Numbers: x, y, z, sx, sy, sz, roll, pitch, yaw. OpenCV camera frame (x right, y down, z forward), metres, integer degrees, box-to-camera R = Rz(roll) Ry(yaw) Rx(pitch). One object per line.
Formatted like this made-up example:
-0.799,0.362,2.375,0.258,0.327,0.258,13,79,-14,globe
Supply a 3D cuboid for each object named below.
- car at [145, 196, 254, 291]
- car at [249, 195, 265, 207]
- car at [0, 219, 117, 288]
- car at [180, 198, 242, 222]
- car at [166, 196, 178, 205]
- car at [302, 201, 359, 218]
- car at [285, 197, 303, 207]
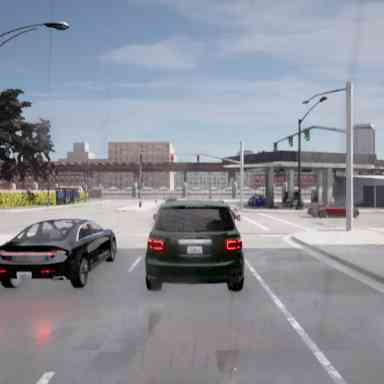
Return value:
0.073,1.220,9.153,2.150,2.045,5.566,0,0,0,car
9.649,1.288,49.338,2.242,1.667,4.611,0,0,0,car
-3.431,1.490,9.238,2.128,1.511,4.902,0,0,0,car
1.415,1.348,25.393,4.553,1.767,2.097,0,0,0,car
-3.473,1.496,57.965,1.837,1.490,4.892,0,0,0,car
12.354,1.560,29.210,4.181,1.385,1.994,0,0,-1,car
15.393,1.449,50.107,1.970,1.475,3.806,0,0,0,car
